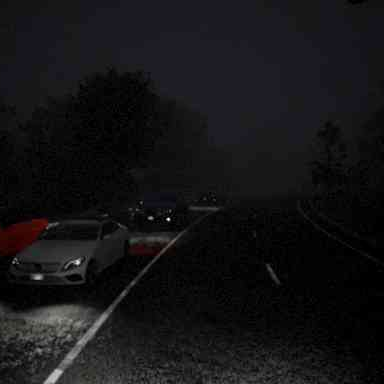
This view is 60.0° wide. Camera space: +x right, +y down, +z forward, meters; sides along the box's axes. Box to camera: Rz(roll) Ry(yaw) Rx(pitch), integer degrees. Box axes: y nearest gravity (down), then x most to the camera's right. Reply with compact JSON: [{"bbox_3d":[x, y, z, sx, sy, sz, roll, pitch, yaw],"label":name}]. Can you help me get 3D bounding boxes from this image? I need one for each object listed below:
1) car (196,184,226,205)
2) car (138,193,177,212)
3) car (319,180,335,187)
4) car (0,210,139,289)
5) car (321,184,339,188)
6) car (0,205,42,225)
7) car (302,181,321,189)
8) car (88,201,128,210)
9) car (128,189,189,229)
[{"bbox_3d":[2.084,0.228,35.266,2.150,2.045,5.566,0,2,18],"label":"car"},{"bbox_3d":[-3.017,0.887,30.028,1.895,1.301,4.718,0,2,15],"label":"car"},{"bbox_3d":[32.391,-1.985,79.745,1.882,1.535,5.008,-1,2,44],"label":"car"},{"bbox_3d":[-3.019,1.466,9.241,1.812,1.442,4.674,0,1,5],"label":"car"},{"bbox_3d":[29.809,-1.873,71.624,2.150,2.045,5.566,-1,2,42],"label":"car"},{"bbox_3d":[-6.413,1.273,10.436,2.097,1.767,4.553,0,1,6],"label":"car"},{"bbox_3d":[25.615,-1.600,71.993,2.097,1.767,4.553,-1,2,39],"label":"car"},{"bbox_3d":[-5.109,1.243,20.295,1.994,1.385,4.181,0,2,10],"label":"car"},{"bbox_3d":[-1.639,0.894,19.873,2.150,2.045,5.566,0,2,11],"label":"car"}]
